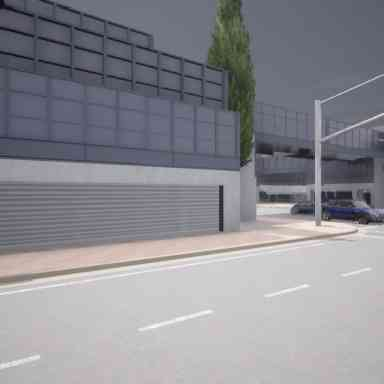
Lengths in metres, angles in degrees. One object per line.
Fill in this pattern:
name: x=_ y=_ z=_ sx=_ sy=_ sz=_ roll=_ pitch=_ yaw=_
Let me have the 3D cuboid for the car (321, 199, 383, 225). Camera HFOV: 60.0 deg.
car: x=11.768 y=1.352 z=24.148 sx=2.097 sy=1.767 sz=4.553 roll=0 pitch=0 yaw=-30

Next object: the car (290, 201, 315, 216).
car: x=11.339 y=1.563 z=31.129 sx=1.994 sy=1.385 sz=4.181 roll=0 pitch=0 yaw=-37
